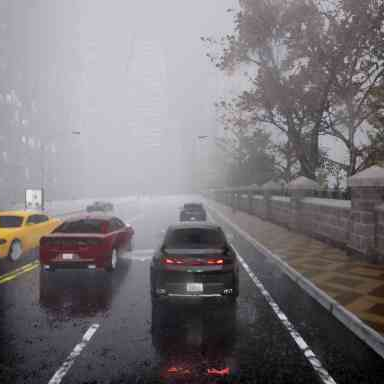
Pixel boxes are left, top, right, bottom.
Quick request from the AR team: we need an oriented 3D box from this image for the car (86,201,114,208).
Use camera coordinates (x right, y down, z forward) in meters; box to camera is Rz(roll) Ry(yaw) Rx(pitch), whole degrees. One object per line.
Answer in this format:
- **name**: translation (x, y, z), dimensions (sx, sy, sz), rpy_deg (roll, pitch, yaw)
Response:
- **car**: translation (-9.826, 1.603, 35.797), dimensions (1.895, 1.301, 4.718), rpy_deg (0, 0, 0)

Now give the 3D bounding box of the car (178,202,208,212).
- **car**: translation (0.071, 1.504, 24.212), dimensions (1.837, 1.490, 4.892), rpy_deg (0, 0, 0)

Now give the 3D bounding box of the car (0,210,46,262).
- **car**: translation (-6.602, 1.475, 12.367), dimensions (1.882, 1.535, 5.008), rpy_deg (0, 0, 0)

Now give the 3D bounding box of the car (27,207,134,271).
- **car**: translation (-3.151, 1.475, 10.886), dimensions (1.882, 1.535, 5.008), rpy_deg (0, 0, 0)

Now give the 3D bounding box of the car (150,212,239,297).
- **car**: translation (0.067, 1.503, 8.529), dimensions (1.837, 1.490, 4.892), rpy_deg (0, 0, 0)
